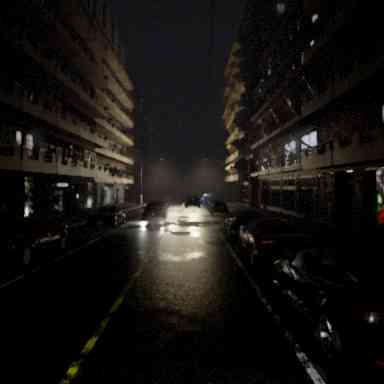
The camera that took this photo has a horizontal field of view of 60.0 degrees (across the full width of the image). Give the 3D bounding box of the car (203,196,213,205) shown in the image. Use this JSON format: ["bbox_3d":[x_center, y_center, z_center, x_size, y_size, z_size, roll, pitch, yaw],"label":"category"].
[{"bbox_3d":[2.685,1.515,39.661,2.008,1.369,4.403,-1,0,0],"label":"car"}]

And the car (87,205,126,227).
[{"bbox_3d":[-5.698,1.548,22.611,1.947,1.339,4.313,-1,0,0],"label":"car"}]

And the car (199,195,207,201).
[{"bbox_3d":[2.694,1.432,84.978,1.887,1.381,4.507,-1,0,0],"label":"car"}]

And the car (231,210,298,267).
[{"bbox_3d":[2.646,1.537,11.339,1.887,1.381,4.507,-1,0,0],"label":"car"}]

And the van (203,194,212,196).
[{"bbox_3d":[2.685,1.282,56.654,1.690,1.788,3.998,-1,0,0],"label":"van"}]

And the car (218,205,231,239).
[{"bbox_3d":[2.653,1.553,17.003,1.947,1.339,4.313,-1,0,0],"label":"car"}]

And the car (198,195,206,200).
[{"bbox_3d":[2.695,1.420,90.643,1.887,1.381,4.507,-1,0,0],"label":"car"}]

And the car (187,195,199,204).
[{"bbox_3d":[0.111,1.421,62.131,2.128,1.511,4.902,0,0,0],"label":"car"}]

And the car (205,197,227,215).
[{"bbox_3d":[2.686,1.536,33.996,1.947,1.339,4.313,-1,0,0],"label":"car"}]

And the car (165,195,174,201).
[{"bbox_3d":[-5.686,1.453,84.926,1.947,1.339,4.313,-1,0,0],"label":"car"}]

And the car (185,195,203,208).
[{"bbox_3d":[0.111,1.308,47.569,2.097,1.767,4.553,0,0,-1],"label":"car"}]

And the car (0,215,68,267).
[{"bbox_3d":[-5.701,1.537,11.280,1.887,1.381,4.507,-1,0,0],"label":"car"}]

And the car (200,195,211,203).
[{"bbox_3d":[2.689,1.360,67.984,1.967,1.590,4.097,-1,0,0],"label":"car"}]

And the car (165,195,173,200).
[{"bbox_3d":[-5.688,1.425,79.089,1.752,1.417,4.829,-1,0,0],"label":"car"}]

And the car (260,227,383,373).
[{"bbox_3d":[2.646,1.562,5.674,1.947,1.339,4.313,-1,0,0],"label":"car"}]

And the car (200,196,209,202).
[{"bbox_3d":[2.692,1.491,73.649,1.802,1.307,4.206,-1,0,0],"label":"car"}]

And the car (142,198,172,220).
[{"bbox_3d":[-3.001,1.487,27.945,1.837,1.490,4.892,0,0,0],"label":"car"}]

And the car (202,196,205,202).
[{"bbox_3d":[2.686,1.539,45.326,1.802,1.307,4.206,-1,0,0],"label":"car"}]
